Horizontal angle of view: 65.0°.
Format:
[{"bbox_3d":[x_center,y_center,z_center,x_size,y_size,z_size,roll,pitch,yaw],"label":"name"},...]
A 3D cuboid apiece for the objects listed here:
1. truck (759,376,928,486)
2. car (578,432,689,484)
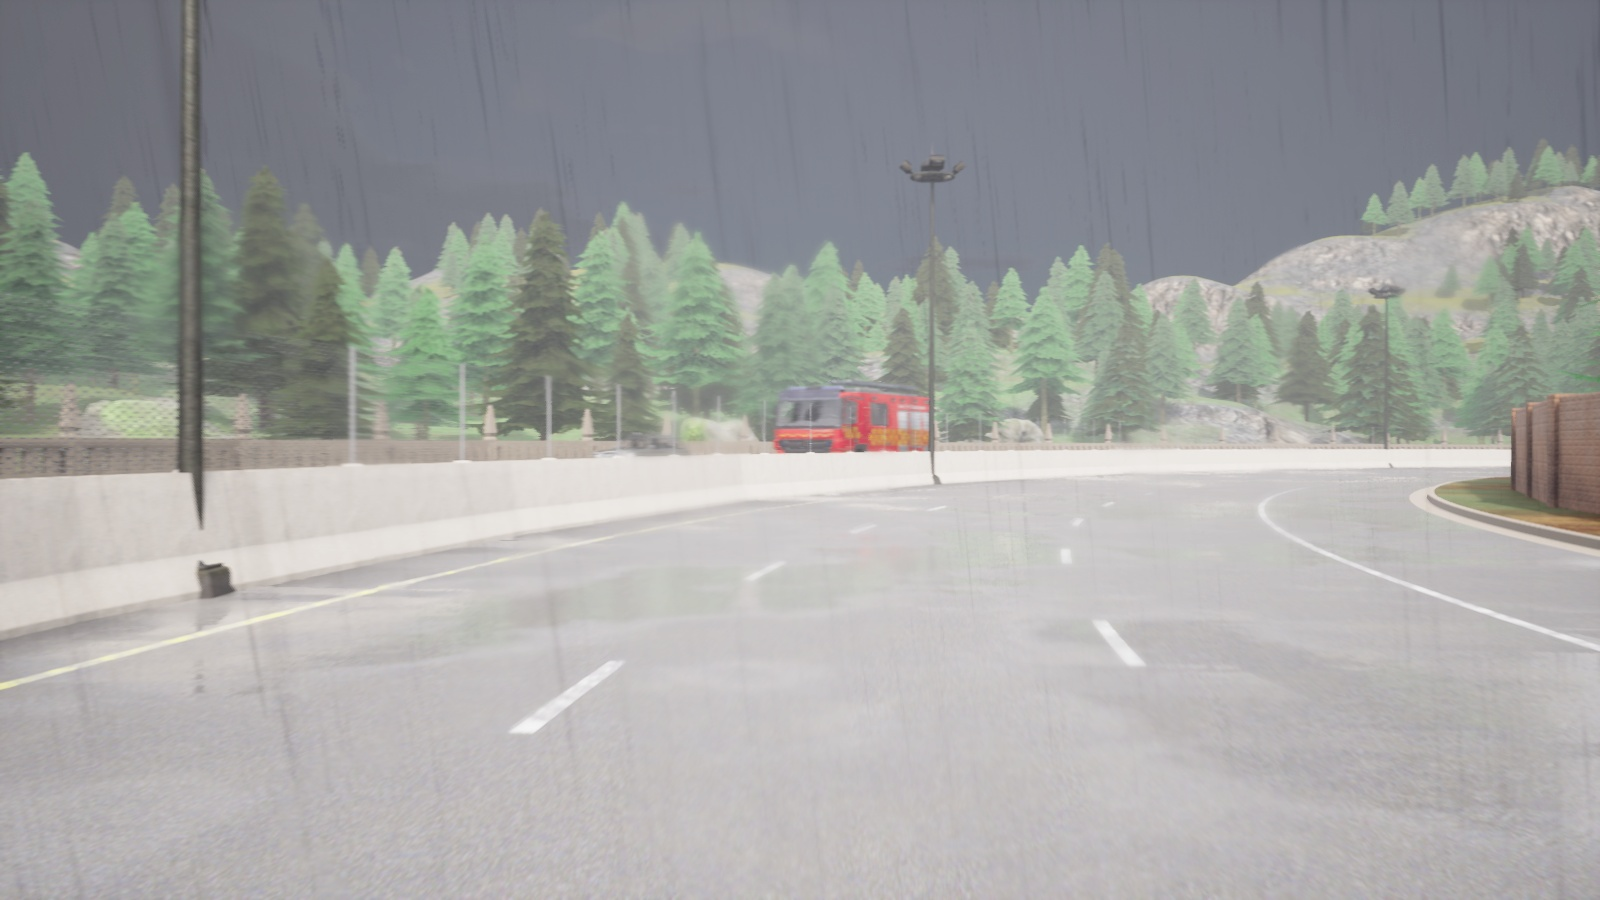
[{"bbox_3d":[1.858,-0.677,47.778,2.891,3.827,8.468,0,0,29],"label":"truck"},{"bbox_3d":[-6.209,0.268,47.374,1.932,1.855,4.605,0,0,26],"label":"car"}]
